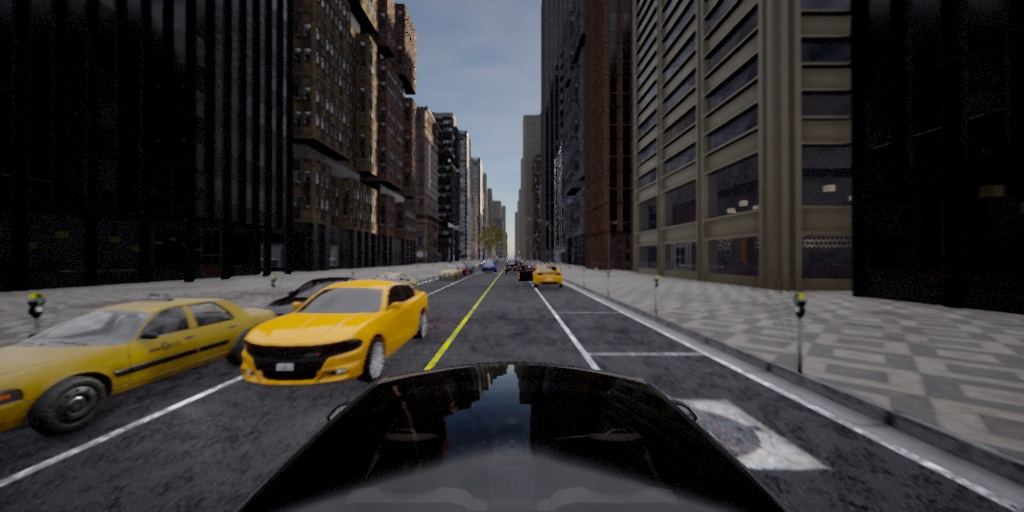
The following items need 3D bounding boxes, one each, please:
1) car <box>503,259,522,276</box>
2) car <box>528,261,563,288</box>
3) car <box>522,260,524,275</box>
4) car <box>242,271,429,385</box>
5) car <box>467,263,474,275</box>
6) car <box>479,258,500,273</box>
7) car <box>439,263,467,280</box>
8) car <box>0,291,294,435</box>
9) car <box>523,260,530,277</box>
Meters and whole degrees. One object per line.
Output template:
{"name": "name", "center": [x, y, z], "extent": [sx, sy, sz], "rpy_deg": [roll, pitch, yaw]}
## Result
{"name": "car", "center": [0.048, 1.465, 46.253], "extent": [1.837, 1.490, 4.892], "rpy_deg": [0, 0, 0]}
{"name": "car", "center": [2.380, 1.334, 25.263], "extent": [1.882, 1.535, 5.008], "rpy_deg": [0, 0, 0]}
{"name": "car", "center": [2.801, 1.551, 51.117], "extent": [1.948, 1.339, 4.313], "rpy_deg": [0, 0, 0]}
{"name": "car", "center": [-3.095, 1.253, 7.393], "extent": [1.882, 1.535, 5.008], "rpy_deg": [0, 0, 0]}
{"name": "car", "center": [-5.732, 1.472, 39.764], "extent": [1.888, 1.381, 4.507], "rpy_deg": [0, 0, 0]}
{"name": "car", "center": [-3.041, 1.450, 48.541], "extent": [1.882, 1.535, 5.008], "rpy_deg": [0, 0, 0]}
{"name": "car", "center": [-5.737, 1.424, 33.917], "extent": [1.751, 1.417, 4.829], "rpy_deg": [0, 0, 0]}
{"name": "car", "center": [-5.759, 1.293, 5.530], "extent": [1.751, 1.417, 4.829], "rpy_deg": [0, 0, 0]}
{"name": "car", "center": [2.797, 1.396, 45.439], "extent": [1.967, 1.591, 4.097], "rpy_deg": [0, 0, 0]}
